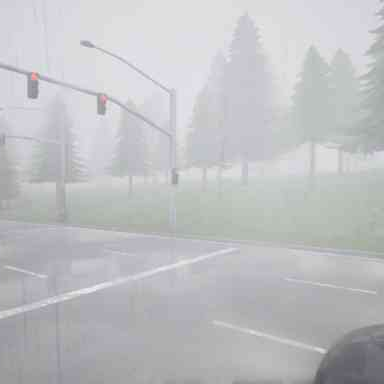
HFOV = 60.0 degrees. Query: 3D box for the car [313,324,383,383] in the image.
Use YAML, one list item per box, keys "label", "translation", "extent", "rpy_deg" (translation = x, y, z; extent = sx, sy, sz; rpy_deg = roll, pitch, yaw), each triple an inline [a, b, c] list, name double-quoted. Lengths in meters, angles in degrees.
- label: "car"
  translation: [3.180, 1.505, 1.718]
  extent: [4.892, 1.490, 1.837]
  rpy_deg: [0, 0, 36]
